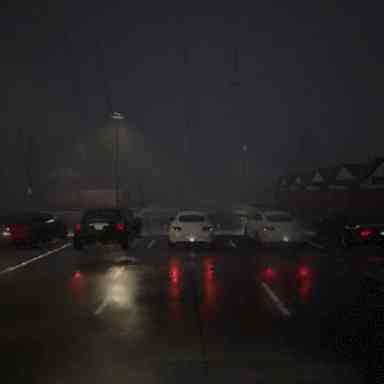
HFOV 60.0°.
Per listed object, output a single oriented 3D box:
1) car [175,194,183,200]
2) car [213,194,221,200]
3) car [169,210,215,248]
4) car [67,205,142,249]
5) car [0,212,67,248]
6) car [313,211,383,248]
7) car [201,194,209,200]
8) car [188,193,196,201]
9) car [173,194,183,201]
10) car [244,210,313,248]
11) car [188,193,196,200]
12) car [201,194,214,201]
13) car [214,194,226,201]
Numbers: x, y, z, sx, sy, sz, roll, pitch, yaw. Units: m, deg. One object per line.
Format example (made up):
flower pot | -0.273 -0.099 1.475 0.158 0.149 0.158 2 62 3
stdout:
car | -3.500 1.386 92.592 2.033 1.411 5.357 0 0 0
car | 7.000 1.370 92.592 1.812 1.442 4.674 0 0 0
car | 0.000 1.530 14.650 1.812 1.442 4.674 0 0 0
car | -3.500 1.363 14.620 2.097 1.767 4.553 0 0 0
car | -7.040 1.569 14.650 1.994 1.385 4.181 0 0 0
car | 7.000 1.560 14.650 2.033 1.411 5.357 0 0 0
car | 3.500 1.386 92.592 2.033 1.411 5.357 0 0 0
car | 0.000 1.424 79.257 2.128 1.511 4.902 0 0 0
car | -3.500 1.421 78.842 2.033 1.411 5.357 0 0 0
car | 3.500 1.530 14.650 1.812 1.442 4.674 0 0 0
car | 0.000 1.201 92.562 2.097 1.767 4.553 0 0 0
car | 3.500 1.421 78.842 2.033 1.411 5.357 0 0 0
car | 7.000 1.451 79.257 1.994 1.385 4.181 0 0 0
